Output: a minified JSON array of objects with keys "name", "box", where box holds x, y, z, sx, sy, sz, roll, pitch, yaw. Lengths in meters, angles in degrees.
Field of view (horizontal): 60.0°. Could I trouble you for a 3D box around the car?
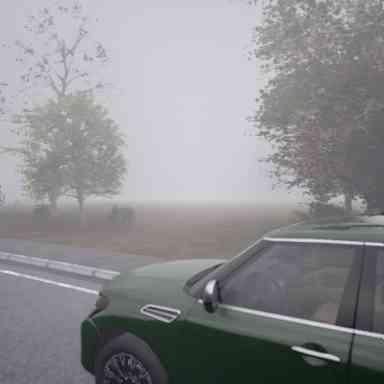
[{"name":"car","box":[1.452,1.212,2.862,5.566,2.045,2.150,0,0,35]}]
